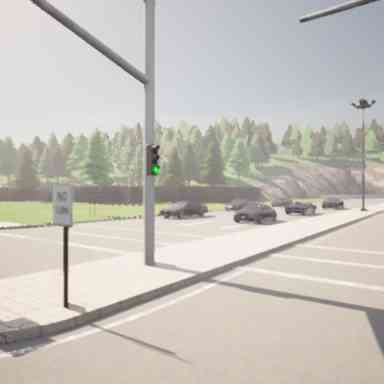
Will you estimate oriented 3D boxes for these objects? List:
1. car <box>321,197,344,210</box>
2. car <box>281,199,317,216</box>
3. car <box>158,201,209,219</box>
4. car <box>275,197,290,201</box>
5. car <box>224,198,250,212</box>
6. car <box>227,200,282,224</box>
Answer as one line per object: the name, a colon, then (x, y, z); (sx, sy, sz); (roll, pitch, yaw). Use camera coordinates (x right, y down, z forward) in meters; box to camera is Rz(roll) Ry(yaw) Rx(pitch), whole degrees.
car: (18.316, 1.462, 43.244); (1.882, 1.535, 5.008); (0, 0, 36)
car: (10.768, 1.585, 32.926); (1.895, 1.301, 4.718); (0, 0, 36)
car: (-0.607, 1.520, 29.204); (2.033, 1.411, 5.357); (0, 0, 36)
car: (12.896, 1.473, 47.688); (1.837, 1.490, 4.892); (0, 2, 36)
car: (5.408, 1.465, 37.447); (2.128, 1.511, 4.902); (0, 0, 36)
car: (4.706, 1.548, 24.612); (1.994, 1.385, 4.181); (0, 0, 36)
